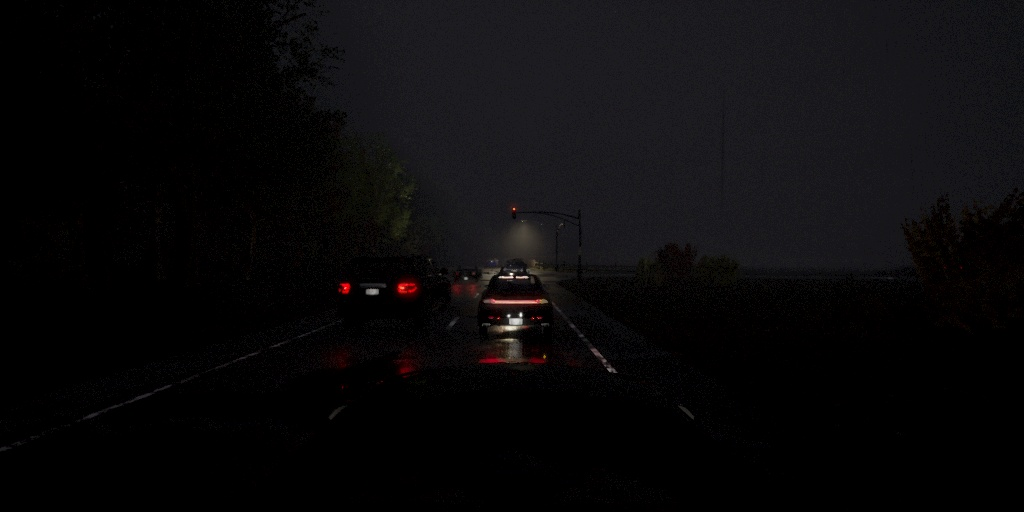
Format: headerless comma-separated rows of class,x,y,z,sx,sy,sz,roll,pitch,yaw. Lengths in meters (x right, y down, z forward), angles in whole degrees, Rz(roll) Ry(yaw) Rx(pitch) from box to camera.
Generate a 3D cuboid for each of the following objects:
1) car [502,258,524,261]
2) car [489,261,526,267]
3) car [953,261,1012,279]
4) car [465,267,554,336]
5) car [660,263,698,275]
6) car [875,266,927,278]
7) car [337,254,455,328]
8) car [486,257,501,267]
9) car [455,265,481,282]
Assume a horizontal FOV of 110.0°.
car,0.488,1.107,52.621,2.097,1.767,4.553,0,0,-16
car,0.066,1.246,19.792,2.128,1.511,4.902,0,0,0
car,50.197,1.517,38.704,5.566,2.045,2.150,1,-1,1
car,0.084,1.244,10.394,2.128,1.511,4.902,0,0,0
car,19.904,1.517,42.383,4.902,1.511,2.128,1,-1,0
car,46.199,1.860,42.287,5.357,1.411,2.033,1,-1,1
car,-3.418,0.973,11.450,2.150,2.045,5.566,0,0,0
car,-3.542,1.105,64.940,2.097,1.767,4.553,0,0,0
car,-3.459,1.356,29.043,1.895,1.301,4.718,0,0,0
